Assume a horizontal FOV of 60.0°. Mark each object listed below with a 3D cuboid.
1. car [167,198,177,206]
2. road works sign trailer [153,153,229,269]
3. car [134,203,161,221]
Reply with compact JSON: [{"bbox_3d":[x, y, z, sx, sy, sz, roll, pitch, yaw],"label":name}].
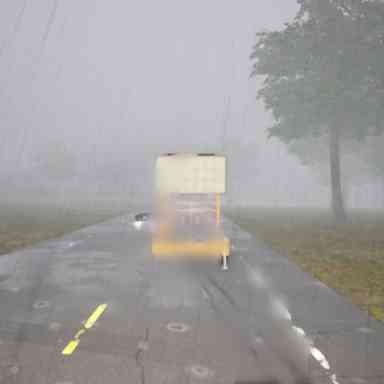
[{"bbox_3d":[-4.224,2.051,69.579,1.882,1.535,5.008,0,-1,-1],"label":"car"},{"bbox_3d":[-0.030,0.492,11.244,2.380,3.560,2.880,0,0,0],"label":"road works sign trailer"},{"bbox_3d":[-3.755,1.672,29.057,2.033,1.411,5.357,0,0,-1],"label":"car"}]
